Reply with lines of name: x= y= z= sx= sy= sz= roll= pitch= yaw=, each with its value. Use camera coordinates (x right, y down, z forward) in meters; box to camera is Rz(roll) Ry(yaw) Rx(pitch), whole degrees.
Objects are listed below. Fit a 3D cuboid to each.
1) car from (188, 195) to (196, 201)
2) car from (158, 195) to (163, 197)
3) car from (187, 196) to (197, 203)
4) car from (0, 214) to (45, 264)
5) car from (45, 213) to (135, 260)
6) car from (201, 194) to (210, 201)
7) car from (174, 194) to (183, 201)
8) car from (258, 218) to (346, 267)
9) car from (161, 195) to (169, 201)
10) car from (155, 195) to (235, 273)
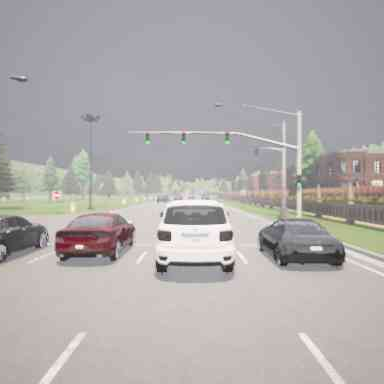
car: x=-0.001 y=1.620 z=87.055 sx=2.033 sy=1.411 sz=5.357 roll=0 pitch=0 yaw=0
car: x=-7.001 y=1.567 z=77.022 sx=2.097 sy=1.767 sz=4.553 roll=0 pitch=0 yaw=0
car: x=-0.001 y=1.750 z=76.635 sx=2.033 sy=1.411 sz=5.357 roll=0 pitch=0 yaw=0
car: x=-6.911 y=1.539 z=11.918 sx=1.837 sy=1.490 sz=4.892 roll=0 pitch=0 yaw=0
car: x=-3.410 y=1.513 z=12.549 sx=1.882 sy=1.535 sz=5.008 roll=0 pitch=0 yaw=0
car: x=3.499 y=1.435 z=87.026 sx=2.097 sy=1.767 sz=4.553 roll=0 pitch=0 yaw=0
car: x=-3.501 y=1.435 z=87.026 sx=2.097 sy=1.767 sz=4.553 roll=0 pitch=0 yaw=0
car: x=3.587 y=1.598 z=11.579 sx=1.994 sy=1.385 sz=4.181 roll=0 pitch=0 yaw=0
car: x=-7.001 y=1.580 z=87.055 sx=1.837 sy=1.490 sz=4.892 roll=0 pitch=0 yaw=0
car: x=0.085 y=1.255 z=10.884 sx=2.150 sy=2.045 sz=5.566 roll=0 pitch=0 yaw=0
